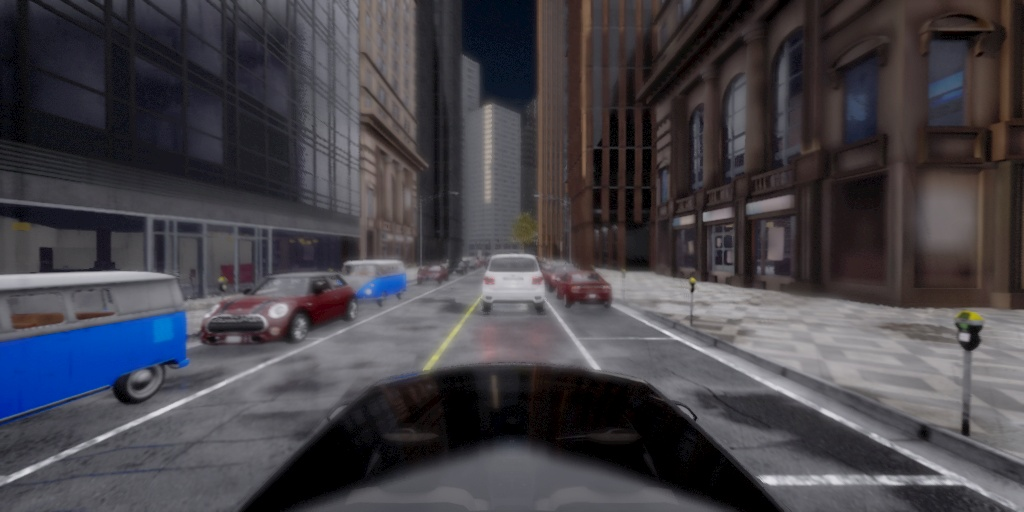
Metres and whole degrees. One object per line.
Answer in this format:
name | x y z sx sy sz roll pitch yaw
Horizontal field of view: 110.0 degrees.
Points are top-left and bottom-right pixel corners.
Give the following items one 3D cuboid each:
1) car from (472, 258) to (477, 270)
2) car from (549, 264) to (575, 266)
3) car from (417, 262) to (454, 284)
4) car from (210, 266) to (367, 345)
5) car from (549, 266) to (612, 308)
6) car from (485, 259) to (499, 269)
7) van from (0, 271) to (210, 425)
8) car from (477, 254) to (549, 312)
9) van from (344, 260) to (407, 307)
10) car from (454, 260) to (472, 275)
car | -5.660 1.223 48.683 1.948 1.339 4.313 0 0 0
car | 2.860 1.160 20.561 1.967 1.591 4.097 0 0 0
car | -5.664 1.291 26.183 1.802 1.307 4.207 0 0 0
car | -5.668 1.179 9.309 1.967 1.591 4.097 0 0 0
car | 2.859 1.275 14.936 1.888 1.381 4.507 0 0 0
car | -3.057 1.150 54.638 1.837 1.490 4.892 0 0 0
van | -5.669 1.088 3.683 1.690 1.789 3.998 0 0 0
car | 0.065 0.955 14.328 2.150 2.045 5.566 0 0 0
van | -5.667 1.071 14.934 1.690 1.789 3.998 0 0 0
car | -5.662 1.250 37.434 1.948 1.339 4.313 0 0 0
